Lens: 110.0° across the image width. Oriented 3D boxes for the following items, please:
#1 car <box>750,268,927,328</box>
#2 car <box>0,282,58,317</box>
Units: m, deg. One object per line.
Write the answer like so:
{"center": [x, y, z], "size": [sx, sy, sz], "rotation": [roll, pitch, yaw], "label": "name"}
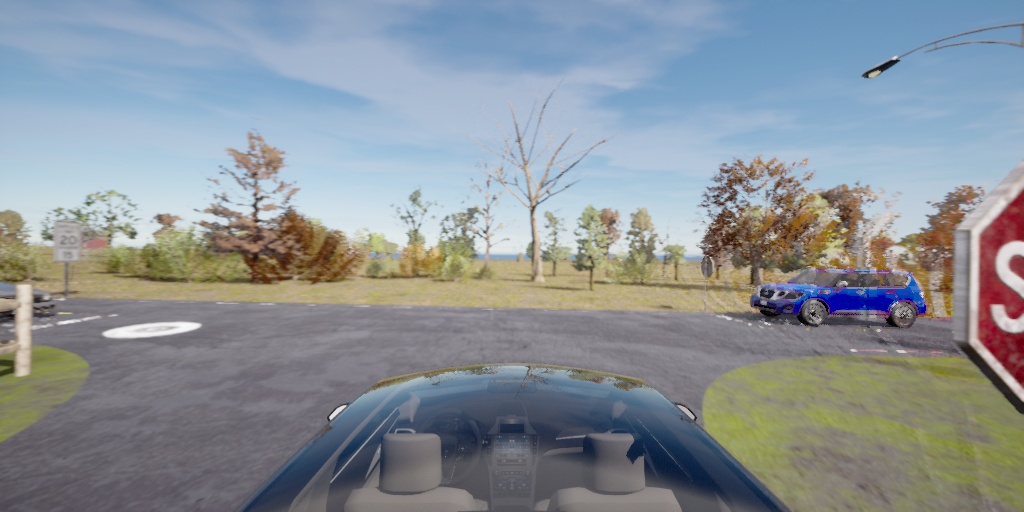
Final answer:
{"center": [12.171, 1.470, 13.535], "size": [5.566, 2.045, 2.150], "rotation": [2, 0, -3], "label": "car"}
{"center": [-15.617, 0.991, 9.353], "size": [5.357, 1.411, 2.033], "rotation": [2, 0, -3], "label": "car"}
